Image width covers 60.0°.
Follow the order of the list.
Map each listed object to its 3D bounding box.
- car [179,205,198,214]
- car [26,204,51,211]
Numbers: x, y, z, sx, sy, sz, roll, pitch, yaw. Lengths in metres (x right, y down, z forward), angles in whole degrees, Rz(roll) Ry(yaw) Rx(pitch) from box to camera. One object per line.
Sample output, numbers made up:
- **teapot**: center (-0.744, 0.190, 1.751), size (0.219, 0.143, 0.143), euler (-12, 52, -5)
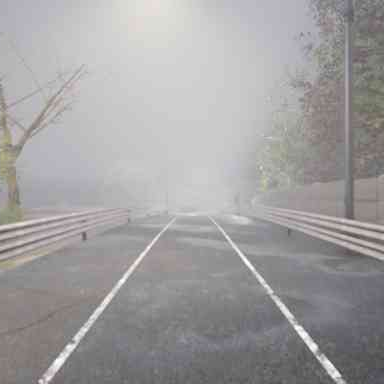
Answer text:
- **car**: center (-0.805, 4.327, 82.056), size (2.150, 2.045, 5.566), euler (-3, -5, 36)
- **car**: center (-26.730, 2.794, 57.225), size (4.553, 1.767, 2.097), euler (2, -4, -33)
